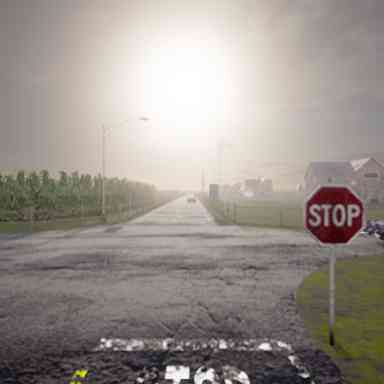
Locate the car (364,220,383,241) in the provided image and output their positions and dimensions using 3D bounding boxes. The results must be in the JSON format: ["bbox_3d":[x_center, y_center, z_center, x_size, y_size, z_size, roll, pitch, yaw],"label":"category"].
[{"bbox_3d":[9.868,1.486,13.852,4.718,1.301,1.895,-1,0,-2],"label":"car"}]

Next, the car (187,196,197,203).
[{"bbox_3d":[-0.041,1.522,71.630,2.128,1.511,4.902,0,0,0],"label":"car"}]
